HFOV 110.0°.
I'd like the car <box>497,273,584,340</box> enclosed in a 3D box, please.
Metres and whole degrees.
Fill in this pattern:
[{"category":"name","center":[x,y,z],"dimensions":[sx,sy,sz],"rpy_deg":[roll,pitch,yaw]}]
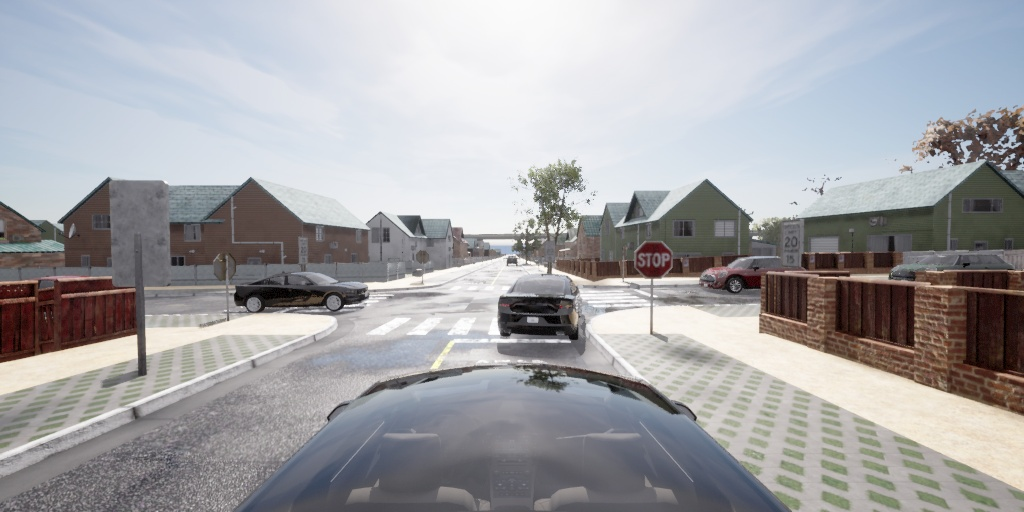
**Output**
[{"category":"car","center":[0.961,1.224,10.125],"dimensions":[1.882,1.535,5.008],"rpy_deg":[0,0,12]}]

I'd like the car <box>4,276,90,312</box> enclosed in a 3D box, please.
[{"category":"car","center":[-18.016,1.547,14.596],"dimensions":[5.008,1.535,1.882],"rpy_deg":[-1,2,0]}]

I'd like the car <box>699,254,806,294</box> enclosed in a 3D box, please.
[{"category":"car","center":[11.813,0.820,17.730],"dimensions":[4.553,1.767,2.097],"rpy_deg":[-1,2,0]}]

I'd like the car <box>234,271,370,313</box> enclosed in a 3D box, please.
[{"category":"car","center":[-8.463,1.377,14.655],"dimensions":[5.008,1.535,1.882],"rpy_deg":[-1,2,0]}]

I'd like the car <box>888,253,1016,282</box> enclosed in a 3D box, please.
[{"category":"car","center":[21.708,0.646,17.797],"dimensions":[4.553,1.767,2.097],"rpy_deg":[-1,2,0]}]
